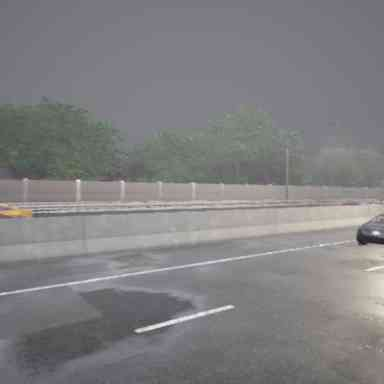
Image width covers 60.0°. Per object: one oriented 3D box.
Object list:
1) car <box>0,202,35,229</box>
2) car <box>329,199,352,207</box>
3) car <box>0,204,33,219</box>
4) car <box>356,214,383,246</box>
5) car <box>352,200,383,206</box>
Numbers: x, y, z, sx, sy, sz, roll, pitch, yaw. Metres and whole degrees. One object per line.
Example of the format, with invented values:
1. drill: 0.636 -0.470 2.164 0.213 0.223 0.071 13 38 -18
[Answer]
1. car: -12.684 1.484 20.740 5.008 1.535 1.882 0 0 -36
2. car: 20.211 1.653 44.179 5.008 1.535 1.882 0 0 -35
3. car: -9.803 1.478 14.197 5.008 1.535 1.882 1 0 -35
4. car: 9.004 1.619 14.466 4.181 1.385 1.994 0 0 -35
5. car: 22.445 1.778 41.472 4.718 1.301 1.895 0 0 -35
